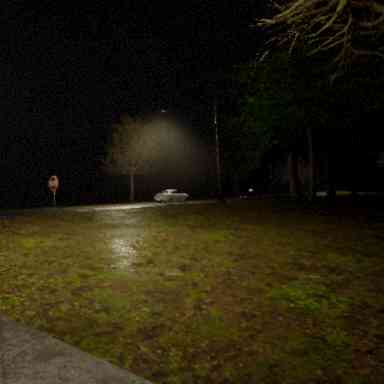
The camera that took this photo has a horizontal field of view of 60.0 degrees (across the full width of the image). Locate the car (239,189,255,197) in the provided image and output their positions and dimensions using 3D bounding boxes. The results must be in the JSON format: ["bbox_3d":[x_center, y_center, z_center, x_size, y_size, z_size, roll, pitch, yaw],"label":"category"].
[{"bbox_3d":[11.458,0.140,68.850,2.128,1.511,4.902,-3,-1,34],"label":"car"}]

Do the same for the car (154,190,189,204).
[{"bbox_3d":[-2.191,0.502,36.486,1.812,1.442,4.674,-3,-1,34],"label":"car"}]
